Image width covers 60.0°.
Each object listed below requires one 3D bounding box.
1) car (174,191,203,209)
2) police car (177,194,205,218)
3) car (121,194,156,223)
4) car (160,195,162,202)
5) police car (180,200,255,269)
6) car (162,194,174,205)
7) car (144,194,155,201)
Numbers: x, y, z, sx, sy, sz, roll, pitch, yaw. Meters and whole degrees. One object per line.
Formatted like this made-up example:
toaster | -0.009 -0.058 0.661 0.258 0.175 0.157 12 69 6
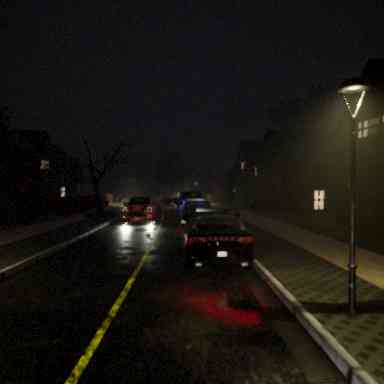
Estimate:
car | -0.124 0.932 26.753 2.150 2.045 5.566 0 0 -4
police car | 0.249 1.186 20.808 1.930 1.638 5.238 0 1 -3
car | -3.619 1.102 23.228 2.097 1.767 4.553 0 1 -4
car | -4.554 1.059 58.990 1.994 1.385 4.181 -1 0 -9
police car | 0.669 1.289 10.751 1.930 1.638 5.238 0 1 -2
car | -2.862 1.160 46.667 1.895 1.301 4.718 0 0 -7
car | -8.305 1.044 64.668 2.033 1.411 5.357 -1 0 -9
